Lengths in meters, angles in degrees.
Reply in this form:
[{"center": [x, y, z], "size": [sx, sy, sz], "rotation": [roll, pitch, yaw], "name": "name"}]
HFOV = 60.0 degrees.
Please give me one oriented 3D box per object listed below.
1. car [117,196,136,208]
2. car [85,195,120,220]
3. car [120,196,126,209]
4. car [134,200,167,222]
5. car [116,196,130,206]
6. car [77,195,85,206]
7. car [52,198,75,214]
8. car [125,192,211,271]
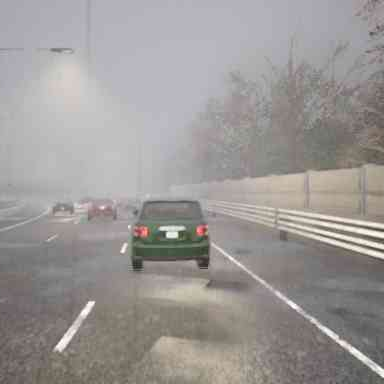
[{"center": [-8.392, 1.281, 42.647], "size": [1.994, 1.385, 4.181], "rotation": [0, 0, -17], "name": "car"}, {"center": [-7.035, 1.183, 26.263], "size": [2.097, 1.767, 4.553], "rotation": [0, 0, -14], "name": "car"}, {"center": [-6.587, 1.316, 36.989], "size": [1.994, 1.385, 4.181], "rotation": [0, 0, -17], "name": "car"}, {"center": [-3.236, 1.388, 25.444], "size": [1.994, 1.385, 4.181], "rotation": [0, 0, -14], "name": "car"}, {"center": [-10.490, 1.270, 50.162], "size": [1.895, 1.301, 4.718], "rotation": [0, 0, -13], "name": "car"}, {"center": [-15.672, 1.201, 49.184], "size": [1.837, 1.490, 4.892], "rotation": [0, 1, -29], "name": "car"}, {"center": [-12.385, 1.332, 32.218], "size": [1.812, 1.442, 4.674], "rotation": [0, 0, -17], "name": "car"}, {"center": [-0.763, 1.142, 10.914], "size": [2.150, 2.045, 5.566], "rotation": [0, 0, -6], "name": "car"}]
